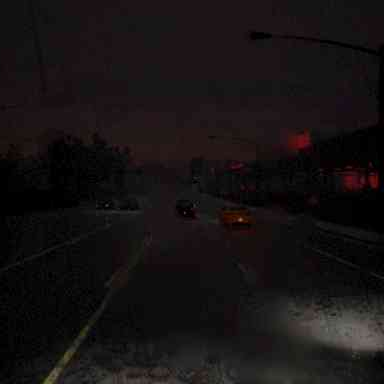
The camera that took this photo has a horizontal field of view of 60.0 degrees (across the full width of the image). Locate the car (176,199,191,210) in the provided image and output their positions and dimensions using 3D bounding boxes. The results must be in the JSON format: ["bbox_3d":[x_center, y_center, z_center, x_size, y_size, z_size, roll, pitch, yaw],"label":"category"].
[{"bbox_3d":[-1.110,1.741,46.442,1.994,1.385,4.181,0,0,-1],"label":"car"}]

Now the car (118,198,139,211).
[{"bbox_3d":[-8.209,1.555,43.246,2.097,1.767,4.553,0,0,-1],"label":"car"}]

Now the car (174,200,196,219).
[{"bbox_3d":[-0.688,1.641,30.725,1.882,1.535,5.008,0,0,-2],"label":"car"}]

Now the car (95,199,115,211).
[{"bbox_3d":[-11.759,1.713,45.215,1.837,1.490,4.892,0,0,-1],"label":"car"}]

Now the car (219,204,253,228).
[{"bbox_3d":[3.004,1.596,23.498,1.882,1.535,5.008,0,0,-2],"label":"car"}]
